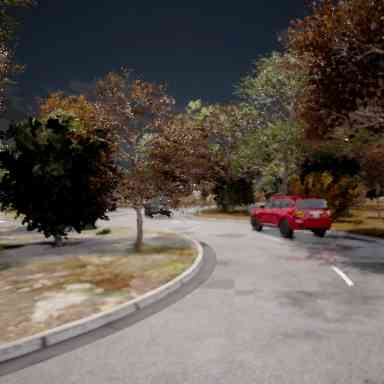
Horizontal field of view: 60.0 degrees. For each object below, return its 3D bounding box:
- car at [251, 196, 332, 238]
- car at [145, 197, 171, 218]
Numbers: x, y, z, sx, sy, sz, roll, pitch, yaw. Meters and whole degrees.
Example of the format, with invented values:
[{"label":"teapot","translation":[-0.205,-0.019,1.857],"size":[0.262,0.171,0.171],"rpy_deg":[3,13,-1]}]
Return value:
[{"label":"car","translation":[5.195,1.260,18.225],"size":[2.150,2.045,5.566],"rpy_deg":[-1,-1,-14]},{"label":"car","translation":[-3.535,1.548,34.256],"size":[2.150,2.045,5.566],"rpy_deg":[-2,0,-14]}]
